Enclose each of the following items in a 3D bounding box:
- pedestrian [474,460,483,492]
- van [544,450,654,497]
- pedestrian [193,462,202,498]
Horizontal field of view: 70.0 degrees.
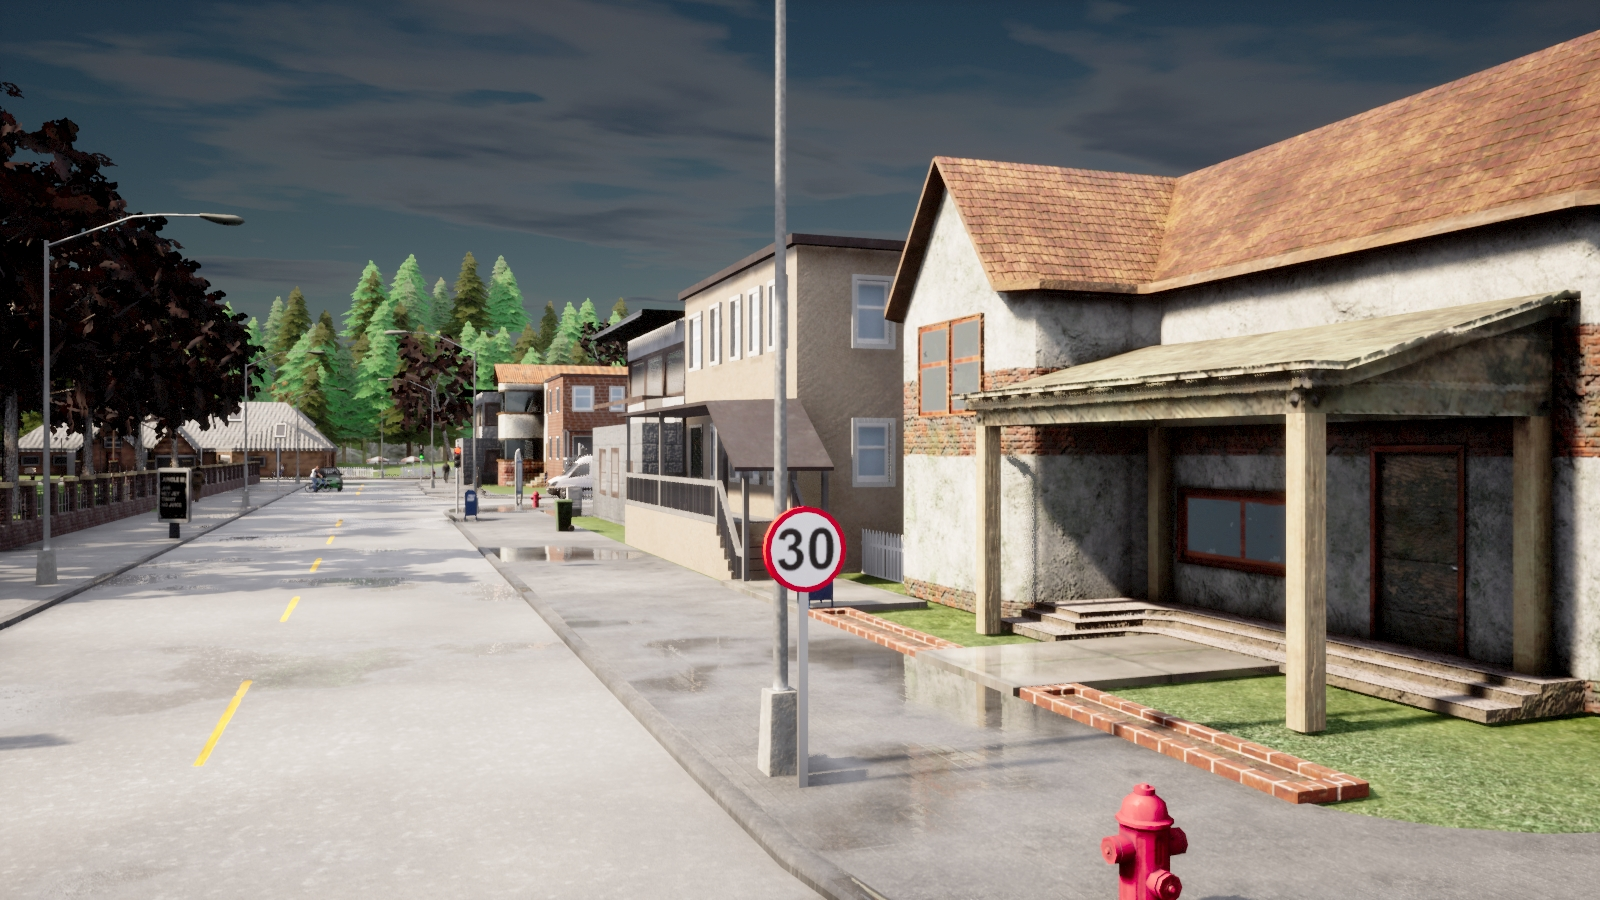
[{"bbox_3d":[-18.688,1.516,66.340,0.375,1.860,0.375,0,0,12],"label":"pedestrian"},{"bbox_3d":[-11.488,1.315,65.268,5.915,2.561,1.988,0,0,-20],"label":"van"},{"bbox_3d":[-30.702,1.525,58.195,0.375,1.860,0.375,0,0,-20],"label":"pedestrian"}]
